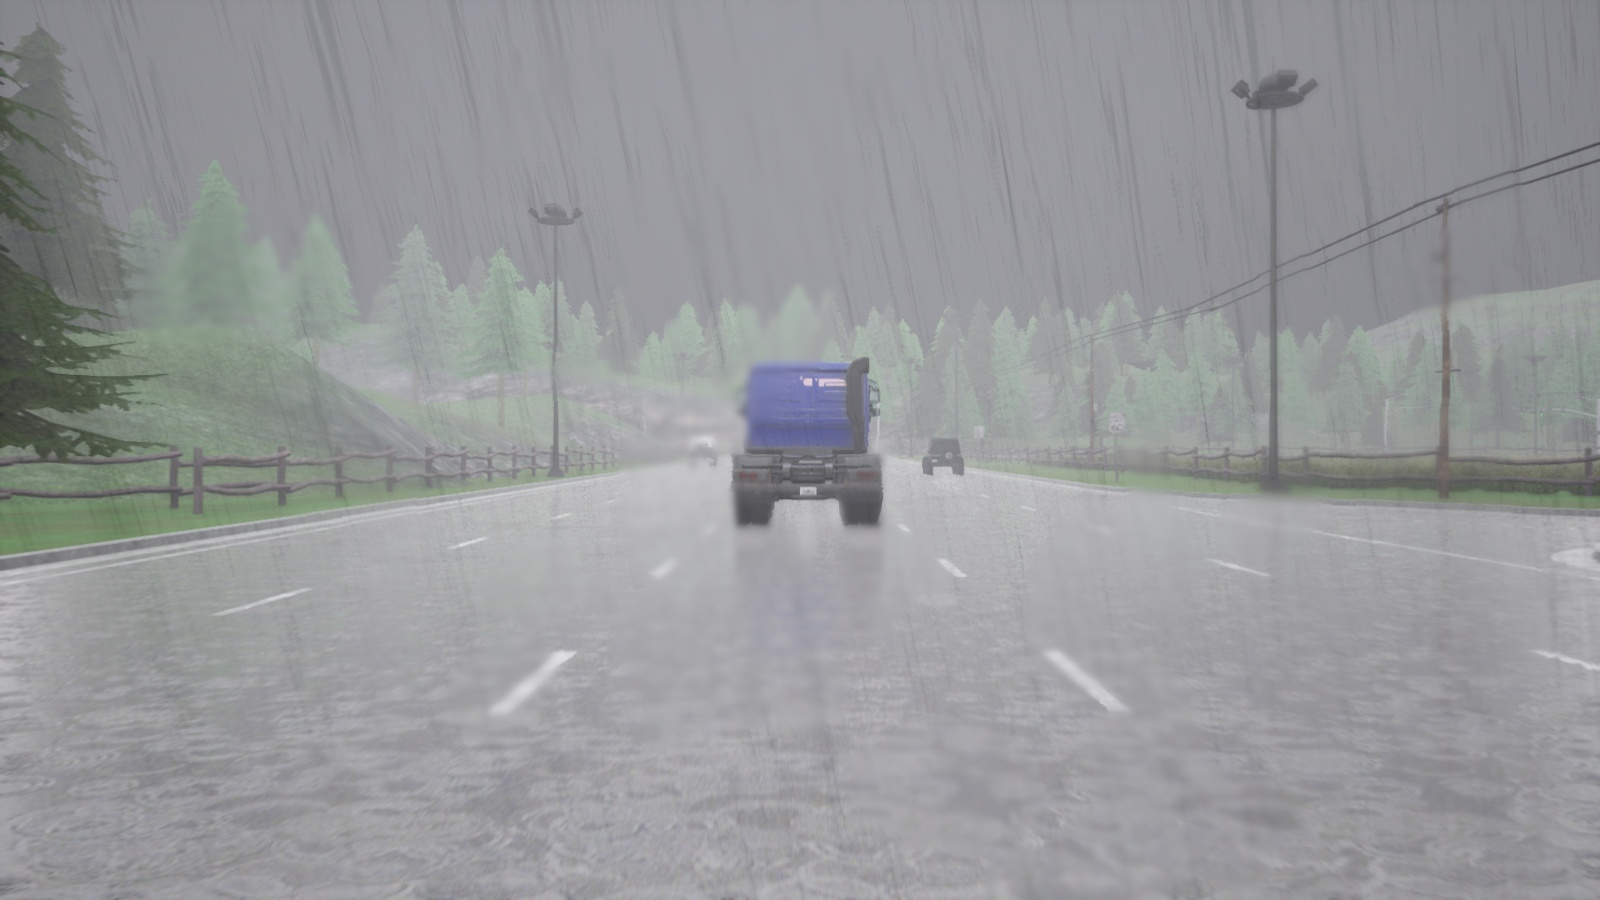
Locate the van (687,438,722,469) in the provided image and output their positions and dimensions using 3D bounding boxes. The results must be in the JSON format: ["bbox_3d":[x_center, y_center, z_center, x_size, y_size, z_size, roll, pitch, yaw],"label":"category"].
[{"bbox_3d":[-6.495,0.221,85.958,2.069,2.038,4.480,0,1,0],"label":"van"}]

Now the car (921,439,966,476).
[{"bbox_3d":[7.386,0.362,65.016,1.905,1.878,3.866,0,0,0],"label":"car"}]

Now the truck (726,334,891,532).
[{"bbox_3d":[0.165,-0.309,26.019,2.891,3.462,7.936,0,0,0],"label":"truck"}]
